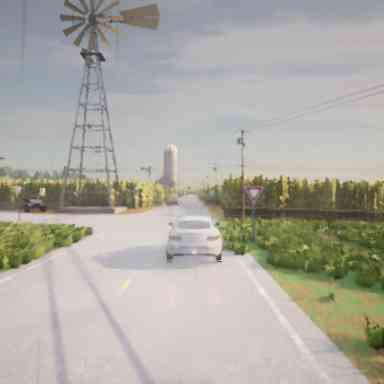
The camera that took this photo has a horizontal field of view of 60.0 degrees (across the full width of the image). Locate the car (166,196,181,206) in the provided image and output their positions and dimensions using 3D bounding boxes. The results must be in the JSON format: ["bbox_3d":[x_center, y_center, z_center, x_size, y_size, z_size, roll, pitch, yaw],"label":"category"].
[{"bbox_3d":[-3.254,1.552,55.057,1.882,1.535,5.008,0,0,0],"label":"car"}]

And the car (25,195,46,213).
[{"bbox_3d":[-17.220,1.268,36.525,1.905,1.878,3.866,0,0,-31],"label":"car"}]

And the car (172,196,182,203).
[{"bbox_3d":[-3.197,1.619,70.409,1.812,1.442,4.674,0,0,0],"label":"car"}]

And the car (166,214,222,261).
[{"bbox_3d":[0.077,1.543,12.200,1.812,1.442,4.674,0,0,0],"label":"car"}]
